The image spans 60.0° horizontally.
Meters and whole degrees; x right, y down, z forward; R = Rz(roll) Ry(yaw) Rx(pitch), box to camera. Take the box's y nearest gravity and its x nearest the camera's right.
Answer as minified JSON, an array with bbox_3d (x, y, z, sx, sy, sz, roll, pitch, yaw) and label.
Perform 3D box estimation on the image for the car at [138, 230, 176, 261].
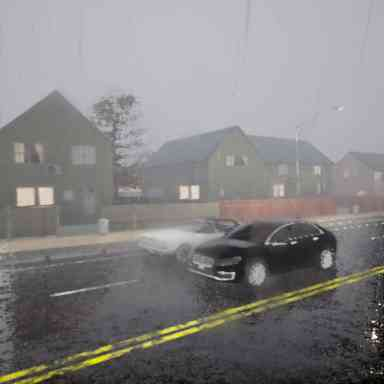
[{"bbox_3d":[0.464,1.636,12.124,4.718,1.301,1.895,0,0,-37],"label":"car"}]

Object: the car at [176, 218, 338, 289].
[{"bbox_3d":[2.171,1.523,9.345,4.892,1.490,1.837,0,0,-36],"label":"car"}]
